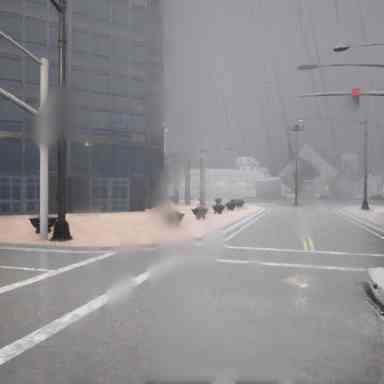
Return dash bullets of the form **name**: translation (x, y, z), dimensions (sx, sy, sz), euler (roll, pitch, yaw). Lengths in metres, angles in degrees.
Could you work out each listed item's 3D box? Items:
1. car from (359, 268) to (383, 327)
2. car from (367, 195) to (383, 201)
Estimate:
- **car**: translation (5.043, 1.597, 4.698), dimensions (4.718, 1.301, 1.895), euler (0, 0, 17)
- **car**: translation (44.783, 1.420, 81.210), dimensions (2.128, 1.511, 4.902), euler (0, 0, -27)
